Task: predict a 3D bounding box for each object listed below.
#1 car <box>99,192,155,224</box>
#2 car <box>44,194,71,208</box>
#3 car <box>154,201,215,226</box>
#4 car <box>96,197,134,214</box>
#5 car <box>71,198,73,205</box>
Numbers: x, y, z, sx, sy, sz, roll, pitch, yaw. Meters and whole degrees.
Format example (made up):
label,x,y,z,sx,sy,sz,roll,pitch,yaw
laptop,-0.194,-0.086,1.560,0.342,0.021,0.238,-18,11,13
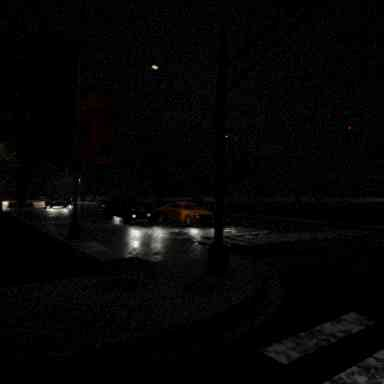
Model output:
label,x,y,z,sx,sy,sz,roll,pitch,yaw
car,-4.304,1.074,23.325,2.150,2.045,5.566,2,-1,-35
car,-16.788,1.235,41.061,1.812,1.442,4.674,2,-1,-35
car,-0.422,1.444,23.442,1.882,1.535,5.008,2,-1,-35
car,-7.999,1.367,34.202,2.128,1.511,4.902,2,-1,-35
car,-19.895,1.128,51.263,2.097,1.767,4.553,2,-1,-35
